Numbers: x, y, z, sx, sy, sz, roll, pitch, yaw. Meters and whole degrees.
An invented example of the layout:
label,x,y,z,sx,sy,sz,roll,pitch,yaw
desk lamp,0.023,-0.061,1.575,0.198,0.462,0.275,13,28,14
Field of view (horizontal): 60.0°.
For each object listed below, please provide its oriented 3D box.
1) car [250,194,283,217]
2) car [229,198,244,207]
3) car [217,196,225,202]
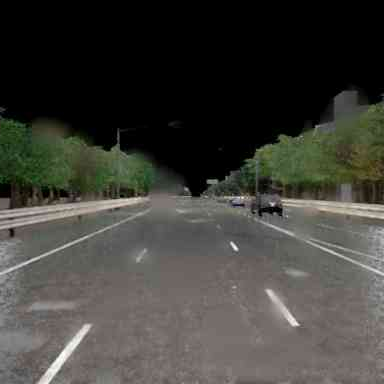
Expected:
label,x,y,z,sx,sy,sz,roll,pitch,yaw
car,6.996,1.226,31.515,2.150,2.045,5.566,0,0,0
car,7.016,1.593,52.196,1.994,1.385,4.181,0,0,0
car,7.134,1.767,81.748,2.033,1.411,5.357,0,-1,0
